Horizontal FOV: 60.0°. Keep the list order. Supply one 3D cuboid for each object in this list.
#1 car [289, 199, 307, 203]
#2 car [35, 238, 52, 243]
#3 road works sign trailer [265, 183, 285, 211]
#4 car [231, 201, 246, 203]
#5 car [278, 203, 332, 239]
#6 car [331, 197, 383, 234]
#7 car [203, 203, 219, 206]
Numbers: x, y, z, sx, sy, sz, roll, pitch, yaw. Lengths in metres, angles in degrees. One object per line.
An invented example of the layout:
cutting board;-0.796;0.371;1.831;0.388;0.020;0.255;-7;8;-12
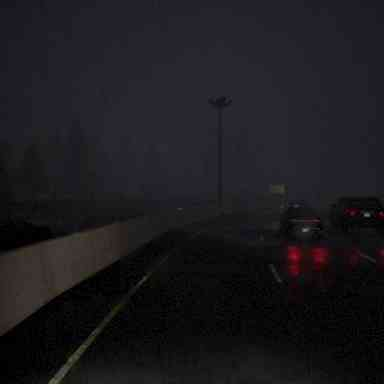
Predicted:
car;11.349;1.503;35.194;2.097;1.767;4.553;0;0;23
car;-6.356;1.577;10.268;2.033;1.411;5.357;0;0;7
road works sign trailer;11.138;0.647;43.665;2.380;3.560;2.880;0;0;31
car;6.661;1.702;49.602;1.837;1.490;4.892;0;0;30
car;5.759;1.569;17.872;2.128;1.511;4.902;0;0;11
car;9.815;1.313;20.016;2.150;2.045;5.566;0;0;14
car;2.671;1.756;49.628;1.994;1.385;4.181;0;0;30
